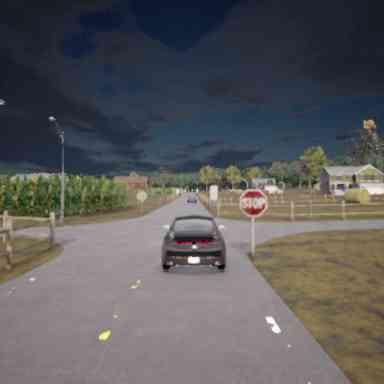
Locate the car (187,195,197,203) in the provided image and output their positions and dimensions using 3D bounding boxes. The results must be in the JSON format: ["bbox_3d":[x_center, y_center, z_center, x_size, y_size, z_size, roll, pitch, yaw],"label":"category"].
[{"bbox_3d":[0.002,1.574,67.291,1.994,1.385,4.181,0,0,0],"label":"car"}]

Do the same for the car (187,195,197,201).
[{"bbox_3d":[0.002,1.355,77.298,2.033,1.411,5.357,0,0,0],"label":"car"}]

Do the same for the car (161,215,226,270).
[{"bbox_3d":[0.064,1.518,11.052,1.837,1.490,4.892,0,0,0],"label":"car"}]
